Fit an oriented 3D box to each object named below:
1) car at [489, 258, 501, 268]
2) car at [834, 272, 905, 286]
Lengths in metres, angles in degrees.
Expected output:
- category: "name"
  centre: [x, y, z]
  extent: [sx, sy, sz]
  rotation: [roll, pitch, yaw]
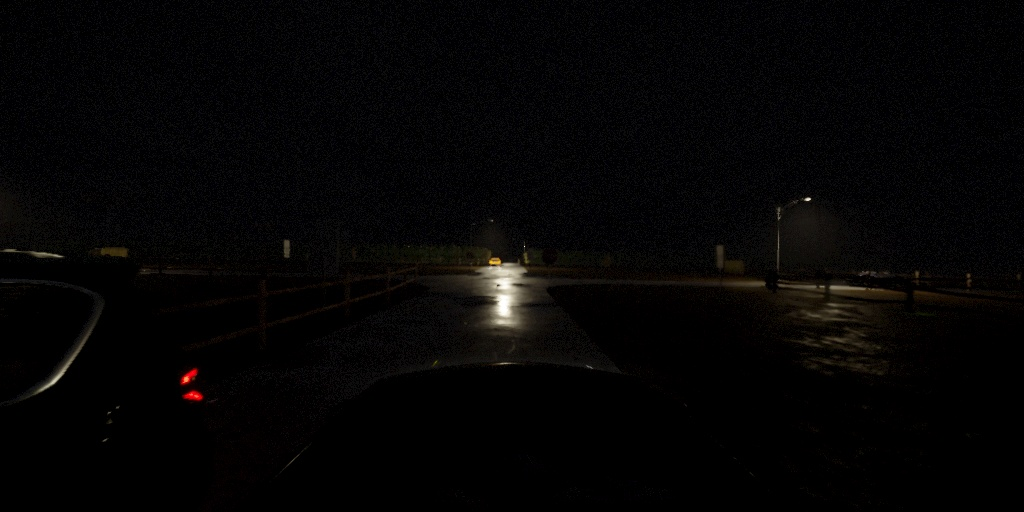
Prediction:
- category: "car"
  centre: [-2.741, 1.139, 58.647]
  extent: [1.882, 1.535, 5.008]
  rotation: [0, 1, 0]
- category: "car"
  centre: [31.277, 2.016, 31.371]
  extent: [4.718, 1.301, 1.895]
  rotation: [1, 0, 0]
